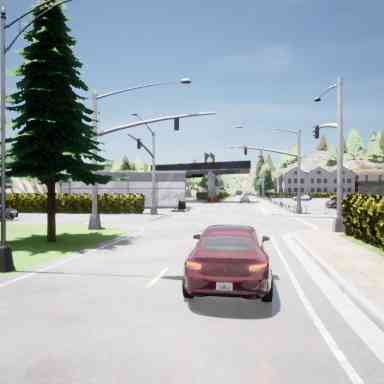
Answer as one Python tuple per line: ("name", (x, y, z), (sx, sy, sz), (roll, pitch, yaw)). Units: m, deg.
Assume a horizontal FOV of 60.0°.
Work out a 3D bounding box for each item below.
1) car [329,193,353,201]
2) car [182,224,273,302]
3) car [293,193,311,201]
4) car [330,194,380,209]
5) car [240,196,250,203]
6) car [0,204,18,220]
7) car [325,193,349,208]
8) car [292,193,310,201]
("car", (33.280, 1.097, 74.538), (4.605, 1.855, 1.932), (0, 0, 9))
("car", (0.939, 1.526, 8.223), (1.812, 1.442, 4.674), (0, 0, 9))
("car", (26.032, 1.077, 79.029), (3.866, 1.878, 1.905), (0, 0, 9))
("car", (19.082, 1.340, 38.905), (4.514, 1.523, 2.007), (0, 0, 9))
("car", (10.847, 1.526, 68.051), (1.812, 1.442, 4.674), (0, 0, 10))
("car", (-16.209, 1.492, 26.253), (4.902, 1.511, 2.128), (0, 0, 9))
("car", (19.527, 1.330, 42.010), (5.027, 1.636, 2.152), (0, 0, 9))
("car", (24.902, 1.361, 75.843), (3.806, 1.475, 1.970), (0, 0, 9))
